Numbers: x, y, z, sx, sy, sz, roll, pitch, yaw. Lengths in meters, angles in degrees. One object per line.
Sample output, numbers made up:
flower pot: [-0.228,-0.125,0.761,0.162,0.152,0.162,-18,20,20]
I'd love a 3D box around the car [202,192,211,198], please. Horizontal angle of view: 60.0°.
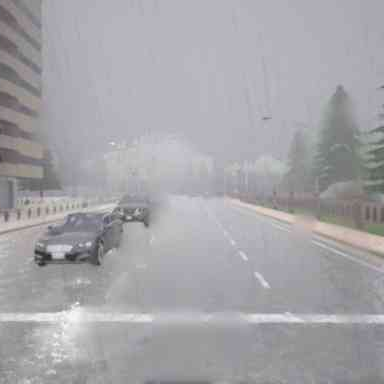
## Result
car: [3.847,0.765,89.252,1.994,1.385,4.181,0,0,-1]

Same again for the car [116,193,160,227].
car: [-3.608,1.088,21.817,2.150,2.045,5.566,0,0,0]

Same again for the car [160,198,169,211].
car: [-3.589,1.322,36.129,1.994,1.385,4.181,0,0,1]

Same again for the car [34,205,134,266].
car: [-3.606,1.437,11.414,2.128,1.511,4.902,0,0,0]

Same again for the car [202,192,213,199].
car: [3.926,0.758,79.075,2.097,1.767,4.553,0,0,-1]

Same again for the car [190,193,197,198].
car: [0.347,0.817,89.281,1.895,1.301,4.718,0,0,-1]
